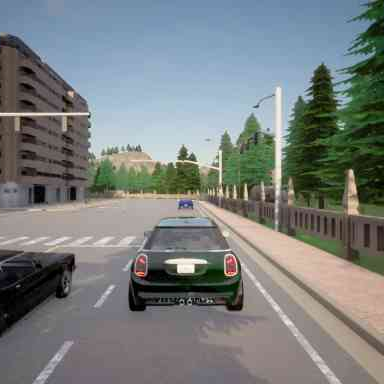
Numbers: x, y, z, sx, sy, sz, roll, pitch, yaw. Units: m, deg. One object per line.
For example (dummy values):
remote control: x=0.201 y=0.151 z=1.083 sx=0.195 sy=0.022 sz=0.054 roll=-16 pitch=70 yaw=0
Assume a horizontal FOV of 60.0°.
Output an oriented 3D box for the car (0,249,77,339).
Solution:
car: x=-3.537 y=1.601 z=5.544 sx=1.895 sy=1.301 sz=4.718 roll=0 pitch=0 yaw=-1

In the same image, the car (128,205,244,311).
car: x=-0.118 y=1.352 z=7.911 sx=2.097 sy=1.767 sz=4.553 roll=0 pitch=0 yaw=0

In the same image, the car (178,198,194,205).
car: x=-0.823 y=1.478 z=44.302 sx=1.882 sy=1.535 sz=5.008 roll=0 pitch=0 yaw=-1
